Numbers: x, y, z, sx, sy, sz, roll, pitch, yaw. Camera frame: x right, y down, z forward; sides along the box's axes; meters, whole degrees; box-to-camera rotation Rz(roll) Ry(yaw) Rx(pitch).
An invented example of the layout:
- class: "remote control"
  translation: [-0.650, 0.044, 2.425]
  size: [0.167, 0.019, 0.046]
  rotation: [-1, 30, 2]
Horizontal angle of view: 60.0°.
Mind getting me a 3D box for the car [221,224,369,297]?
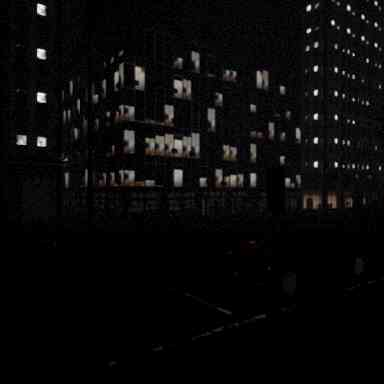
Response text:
- class: "car"
  translation: [2.771, 1.543, 8.541]
  size: [4.507, 1.381, 1.887]
  rotation: [0, 0, -36]
